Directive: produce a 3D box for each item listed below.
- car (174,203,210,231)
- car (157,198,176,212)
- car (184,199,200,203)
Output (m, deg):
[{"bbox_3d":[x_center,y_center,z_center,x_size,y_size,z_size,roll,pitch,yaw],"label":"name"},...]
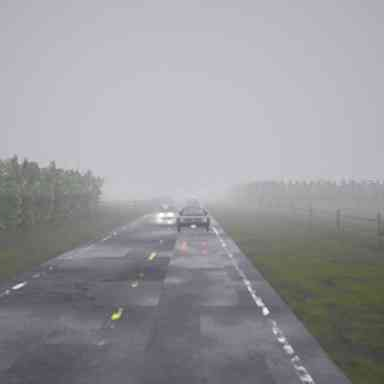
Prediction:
[{"bbox_3d":[0.080,1.596,20.529,1.895,1.301,4.718,0,0,0],"label":"car"},{"bbox_3d":[-2.881,1.475,38.629,2.128,1.511,4.902,0,0,0],"label":"car"},{"bbox_3d":[0.055,1.529,41.268,2.033,1.411,5.357,0,0,0],"label":"car"}]
